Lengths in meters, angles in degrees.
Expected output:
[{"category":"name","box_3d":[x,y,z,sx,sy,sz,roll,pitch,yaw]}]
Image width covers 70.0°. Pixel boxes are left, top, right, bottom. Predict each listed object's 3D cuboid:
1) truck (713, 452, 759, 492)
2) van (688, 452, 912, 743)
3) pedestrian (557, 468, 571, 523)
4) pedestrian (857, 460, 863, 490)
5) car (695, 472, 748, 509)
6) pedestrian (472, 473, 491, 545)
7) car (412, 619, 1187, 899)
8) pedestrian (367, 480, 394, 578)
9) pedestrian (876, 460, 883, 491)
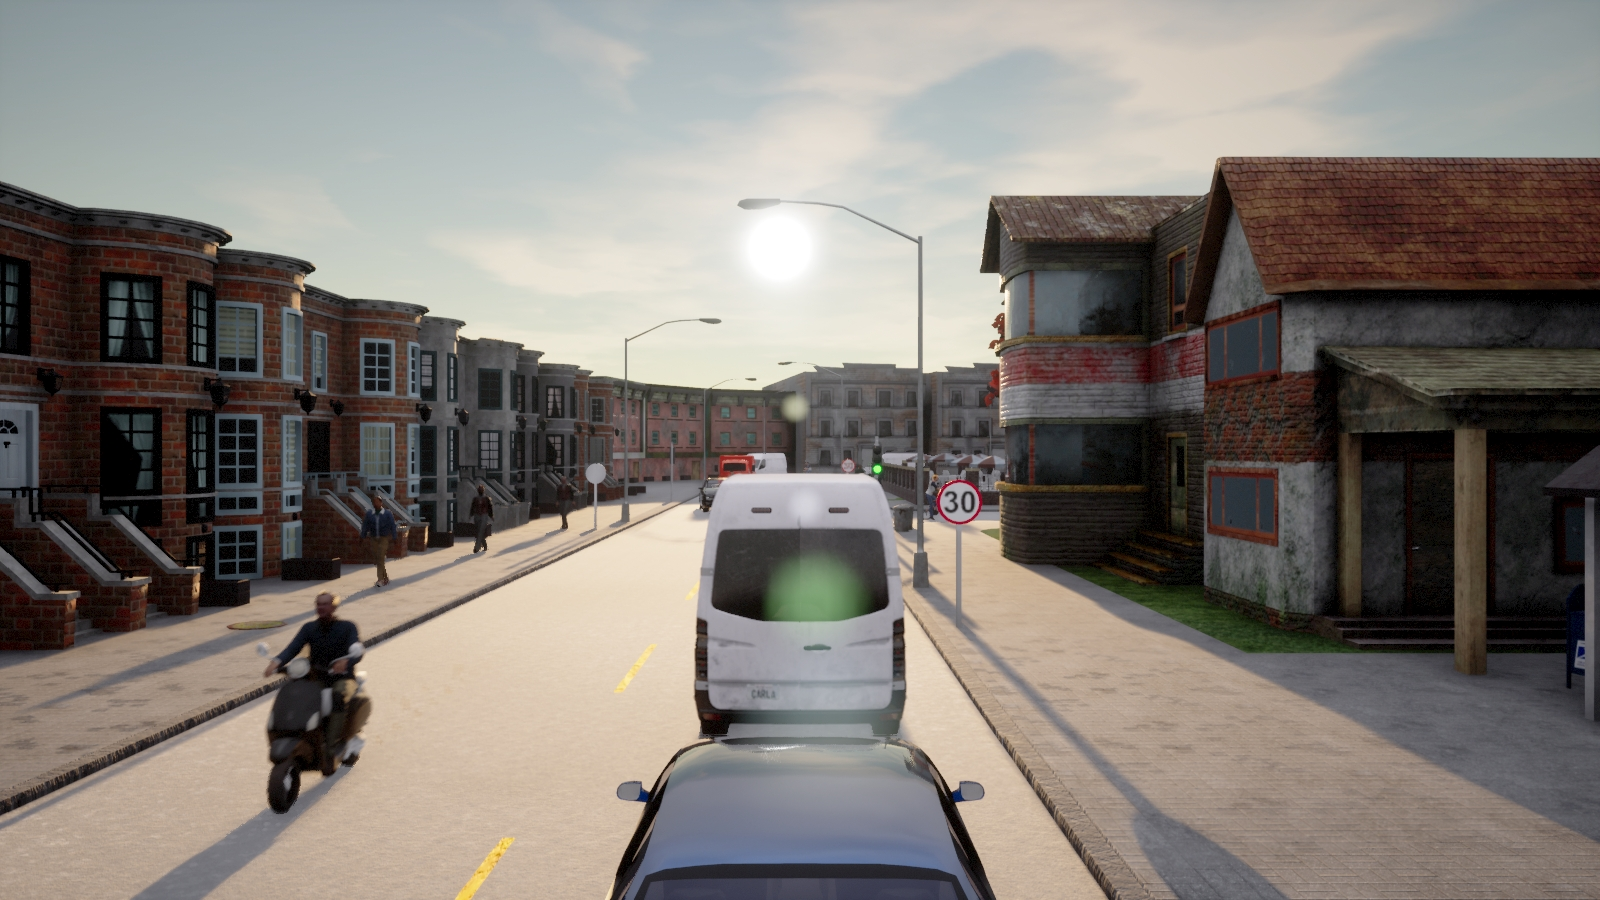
[{"category":"truck","box_3d":[-4.035,1.348,72.688,2.627,2.467,5.204,0,0,0]},{"category":"van","box_3d":[-0.004,1.315,13.092,1.988,2.561,5.915,0,0,0]},{"category":"pedestrian","box_3d":[-7.947,1.527,38.536,0.375,1.860,0.375,0,0,4]},{"category":"pedestrian","box_3d":[3.683,1.525,70.496,0.375,1.860,0.375,0,0,0]},{"category":"car","box_3d":[-3.665,1.827,52.844,2.128,1.511,4.902,0,0,-8]},{"category":"pedestrian","box_3d":[-8.269,1.524,29.676,0.375,1.860,0.375,0,0,3]},{"category":"car","box_3d":[0.000,1.886,5.316,2.033,1.411,5.357,0,0,0]},{"category":"pedestrian","box_3d":[-8.125,1.525,22.145,0.375,1.860,0.375,0,0,0]},{"category":"pedestrian","box_3d":[4.753,1.516,68.160,0.375,1.860,0.375,0,0,0]}]
